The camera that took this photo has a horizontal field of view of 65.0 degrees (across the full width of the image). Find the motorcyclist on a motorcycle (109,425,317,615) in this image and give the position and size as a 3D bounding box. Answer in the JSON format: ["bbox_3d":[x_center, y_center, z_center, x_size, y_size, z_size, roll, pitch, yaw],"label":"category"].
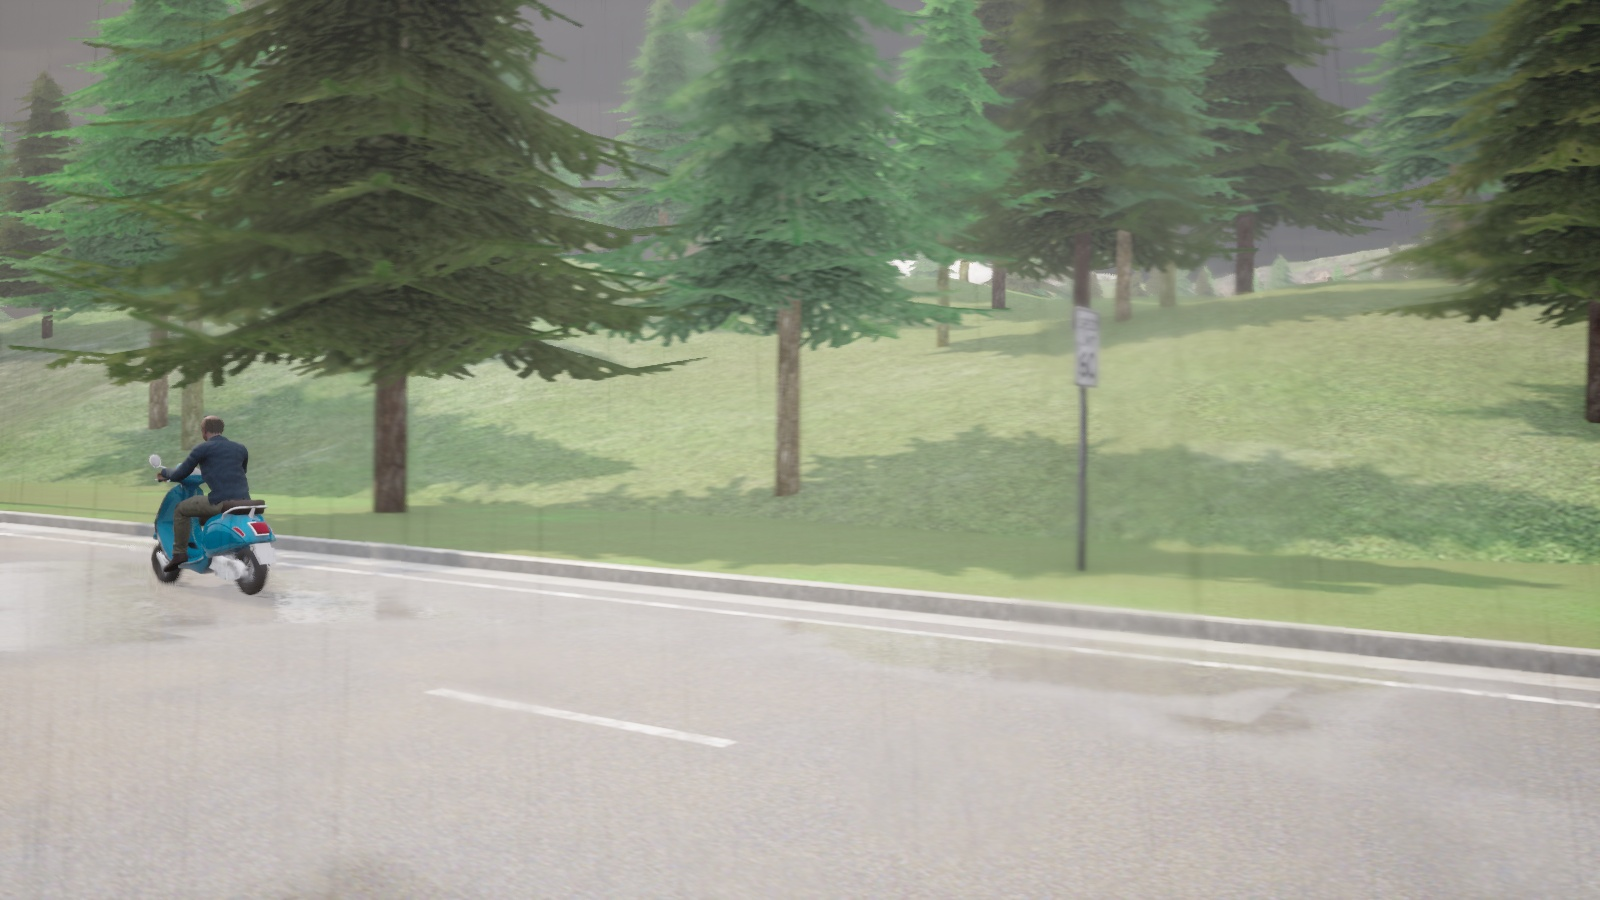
[{"bbox_3d":[-5.320,0.578,11.359,1.817,1.590,0.866,0,1,34],"label":"motorcyclist on a motorcycle"}]
